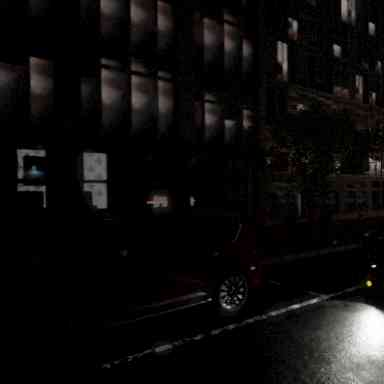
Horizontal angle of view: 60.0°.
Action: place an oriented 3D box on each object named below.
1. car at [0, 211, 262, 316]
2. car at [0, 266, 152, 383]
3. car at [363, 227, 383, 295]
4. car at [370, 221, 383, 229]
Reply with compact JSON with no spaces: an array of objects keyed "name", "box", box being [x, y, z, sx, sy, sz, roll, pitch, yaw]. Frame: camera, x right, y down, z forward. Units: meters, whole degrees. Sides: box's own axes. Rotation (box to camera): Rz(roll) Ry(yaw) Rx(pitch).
[{"name":"car","box":[-0.912,1.322,6.054,5.009,1.841,2.192,0,-1,-35]},{"name":"car","box":[-2.918,1.544,1.299,5.357,1.411,2.033,0,0,-36]},{"name":"car","box":[5.698,1.585,7.429,4.181,1.385,1.994,0,0,-35]},{"name":"car","box":[8.152,1.472,12.408,4.097,1.590,1.967,0,-1,-35]}]
